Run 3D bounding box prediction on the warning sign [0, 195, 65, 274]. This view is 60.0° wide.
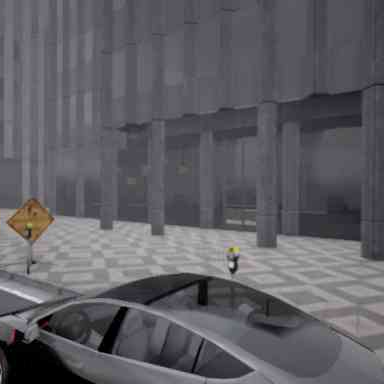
[{"bbox_3d":[-4.268,1.037,8.841,1.060,1.860,1.300,1,0,36],"label":"warning sign"}]

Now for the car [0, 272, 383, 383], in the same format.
[{"bbox_3d":[-0.456,1.545,3.407,4.313,1.339,1.947,1,0,36],"label":"car"}]
